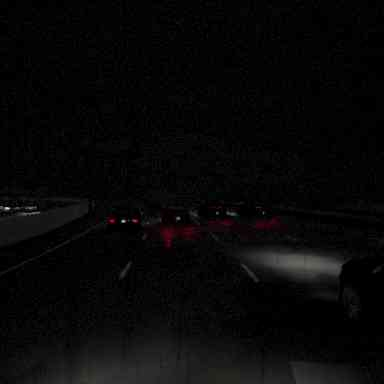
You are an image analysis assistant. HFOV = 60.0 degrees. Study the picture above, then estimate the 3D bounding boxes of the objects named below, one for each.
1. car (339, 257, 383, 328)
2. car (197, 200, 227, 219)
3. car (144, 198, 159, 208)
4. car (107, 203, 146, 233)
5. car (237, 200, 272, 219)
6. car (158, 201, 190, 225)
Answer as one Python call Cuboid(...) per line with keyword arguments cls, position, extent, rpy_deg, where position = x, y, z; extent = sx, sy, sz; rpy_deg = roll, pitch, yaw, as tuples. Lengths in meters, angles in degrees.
Cuboid(cls="car", position=(3.654, 1.443, 4.184), extent=(2.128, 1.511, 4.902), rpy_deg=(-1, 0, -2))
Cuboid(cls="car", position=(1.643, 1.475, 28.919), extent=(2.128, 1.511, 4.902), rpy_deg=(-1, 0, -9))
Cuboid(cls="car", position=(-5.951, 1.566, 48.778), extent=(1.882, 1.535, 5.008), rpy_deg=(0, 0, -16))
Cuboid(cls="car", position=(-4.009, 1.605, 20.185), extent=(2.033, 1.411, 5.357), rpy_deg=(-1, 0, -8))
Cuboid(cls="car", position=(5.241, 1.426, 28.473), extent=(2.128, 1.511, 4.902), rpy_deg=(-1, 0, -9))
Cuboid(cls="car", position=(-1.237, 1.546, 24.090), extent=(1.812, 1.442, 4.674), rpy_deg=(0, 0, -8))
